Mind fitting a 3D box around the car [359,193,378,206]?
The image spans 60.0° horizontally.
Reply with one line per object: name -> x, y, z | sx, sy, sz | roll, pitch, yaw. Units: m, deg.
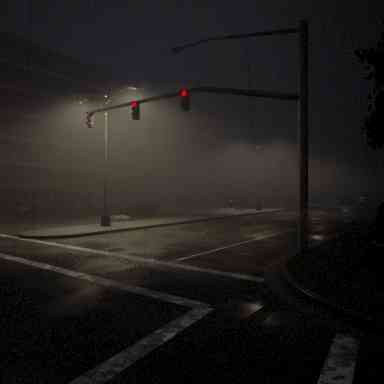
car -> 28.722, 1.221, 54.041 | 2.150, 2.045, 5.566 | 0, 0, 36

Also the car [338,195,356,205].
car -> 26.656, 1.352, 57.155 | 2.097, 1.767, 4.553 | 0, 0, 36

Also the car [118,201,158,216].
car -> -5.284, 1.563, 33.006 | 1.994, 1.385, 4.181 | 0, 0, 36

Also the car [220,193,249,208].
car -> 6.331, 1.222, 48.997 | 2.150, 2.045, 5.566 | 0, 0, 36
